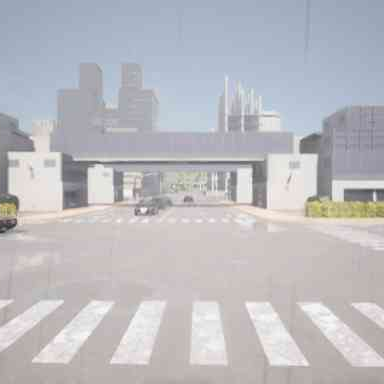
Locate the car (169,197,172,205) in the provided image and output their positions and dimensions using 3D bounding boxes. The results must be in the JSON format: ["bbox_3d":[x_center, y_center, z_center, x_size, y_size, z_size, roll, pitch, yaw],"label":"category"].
[{"bbox_3d":[-4.342,1.429,55.013,1.812,1.442,4.674,0,0,0],"label":"car"}]

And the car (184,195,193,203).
[{"bbox_3d":[-0.720,1.356,66.983,1.882,1.535,5.008,0,0,0],"label":"car"}]

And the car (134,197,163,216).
[{"bbox_3d":[-4.328,1.442,31.970,2.128,1.511,4.902,0,0,0],"label":"car"}]

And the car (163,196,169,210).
[{"bbox_3d":[-4.350,1.435,41.882,1.837,1.490,4.892,0,0,0],"label":"car"}]

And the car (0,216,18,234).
[{"bbox_3d":[-11.721,1.581,17.173,4.718,1.301,1.895,0,0,9],"label":"car"}]
